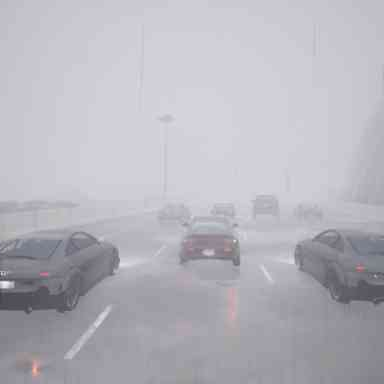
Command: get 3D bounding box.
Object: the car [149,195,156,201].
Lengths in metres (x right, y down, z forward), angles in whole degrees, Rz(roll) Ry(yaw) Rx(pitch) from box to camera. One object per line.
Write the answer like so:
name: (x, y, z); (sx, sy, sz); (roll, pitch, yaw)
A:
car: (-6.616, 1.504, 71.678); (2.128, 1.511, 4.902); (0, 0, 22)

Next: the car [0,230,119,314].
car: (-3.099, 1.558, 7.708); (1.994, 1.385, 4.181); (0, 0, 3)

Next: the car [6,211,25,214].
car: (-14.760, 1.475, 30.870); (1.837, 1.490, 4.892); (0, 0, 10)

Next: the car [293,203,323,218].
car: (9.915, 1.614, 28.810); (1.895, 1.301, 4.718); (0, 0, 10)

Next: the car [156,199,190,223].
car: (-1.295, 1.542, 25.573); (2.033, 1.411, 5.357); (0, 0, 9)

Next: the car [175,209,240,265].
car: (0.642, 1.525, 11.611); (1.812, 1.442, 4.674); (0, 0, 4)

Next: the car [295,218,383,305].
car: (3.934, 1.570, 8.149); (1.994, 1.385, 4.181); (0, 0, 3)

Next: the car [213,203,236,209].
car: (2.869, 1.602, 29.131); (1.895, 1.301, 4.718); (0, 0, 10)

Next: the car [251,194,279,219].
car: (6.509, 1.228, 29.614); (2.150, 2.045, 5.566); (0, 0, 10)

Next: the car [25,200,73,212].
car: (-11.583, 1.468, 28.642); (2.128, 1.511, 4.902); (0, 0, 9)
